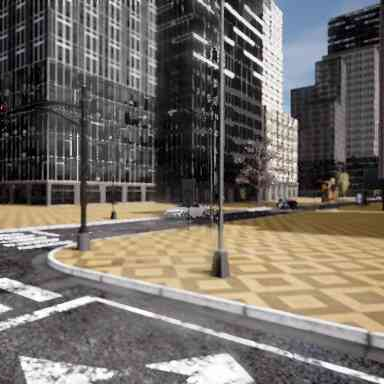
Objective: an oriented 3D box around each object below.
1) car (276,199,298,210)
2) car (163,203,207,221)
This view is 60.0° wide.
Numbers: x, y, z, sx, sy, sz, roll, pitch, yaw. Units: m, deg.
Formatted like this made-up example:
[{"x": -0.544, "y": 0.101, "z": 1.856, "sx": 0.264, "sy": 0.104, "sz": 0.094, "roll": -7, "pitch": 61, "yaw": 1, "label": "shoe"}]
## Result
[{"x": 13.685, "y": 1.704, "z": 47.895, "sx": 2.128, "sy": 1.511, "sz": 4.902, "roll": 1, "pitch": 0, "yaw": 37, "label": "car"}, {"x": -0.473, "y": 1.631, "z": 29.004, "sx": 1.812, "sy": 1.442, "sz": 4.674, "roll": 1, "pitch": 0, "yaw": 37, "label": "car"}]
